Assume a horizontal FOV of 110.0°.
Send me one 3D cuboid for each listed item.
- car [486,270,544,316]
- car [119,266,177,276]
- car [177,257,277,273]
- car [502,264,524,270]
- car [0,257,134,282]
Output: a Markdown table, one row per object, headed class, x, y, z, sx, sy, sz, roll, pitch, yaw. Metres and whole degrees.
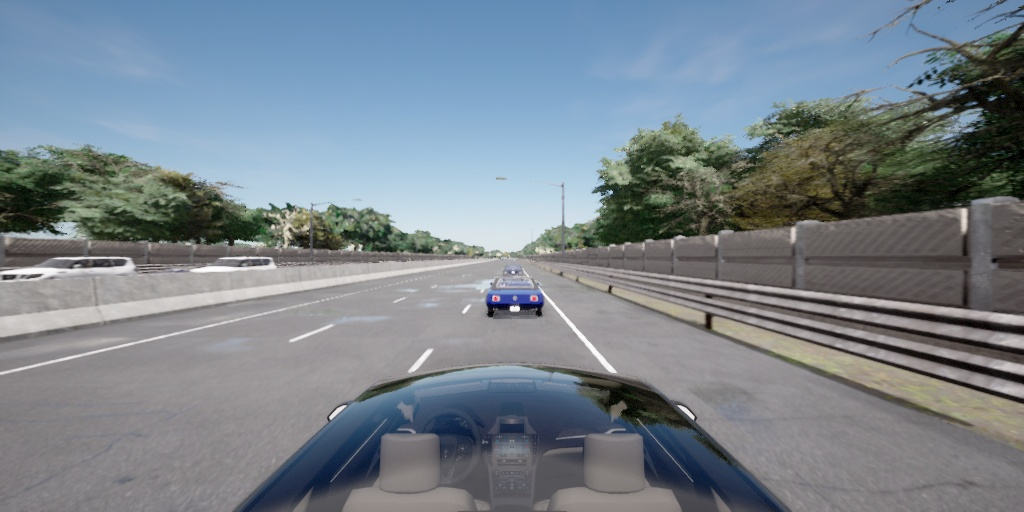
| class | x | y | z | sx | sy | sz | roll | pitch | yaw |
| --- | --- | --- | --- | --- | --- | --- | --- | --- | --- |
| car | 0.096 | 1.395 | 13.639 | 1.895 | 1.301 | 4.718 | 0 | 0 | 0 |
| car | -21.050 | 1.430 | 22.545 | 1.895 | 1.301 | 4.718 | 0 | 0 | 1 |
| car | -17.545 | 1.054 | 22.909 | 2.150 | 2.045 | 5.566 | 0 | -1 | 1 |
| car | 0.091 | 1.420 | 32.168 | 2.033 | 1.411 | 5.357 | 0 | 0 | 0 |
| car | -24.568 | 1.044 | 20.187 | 2.150 | 2.045 | 5.566 | 0 | -1 | 0 |
